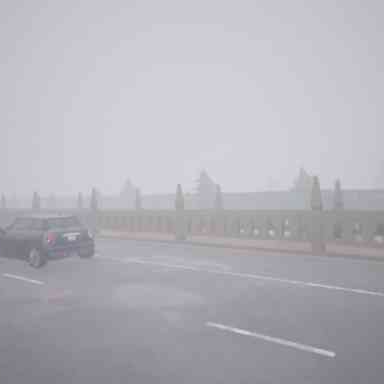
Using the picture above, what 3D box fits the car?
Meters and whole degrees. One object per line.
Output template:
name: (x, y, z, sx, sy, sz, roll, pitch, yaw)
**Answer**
car: (-5.753, 1.620, 12.388, 4.553, 1.767, 2.097, -2, -1, 35)
